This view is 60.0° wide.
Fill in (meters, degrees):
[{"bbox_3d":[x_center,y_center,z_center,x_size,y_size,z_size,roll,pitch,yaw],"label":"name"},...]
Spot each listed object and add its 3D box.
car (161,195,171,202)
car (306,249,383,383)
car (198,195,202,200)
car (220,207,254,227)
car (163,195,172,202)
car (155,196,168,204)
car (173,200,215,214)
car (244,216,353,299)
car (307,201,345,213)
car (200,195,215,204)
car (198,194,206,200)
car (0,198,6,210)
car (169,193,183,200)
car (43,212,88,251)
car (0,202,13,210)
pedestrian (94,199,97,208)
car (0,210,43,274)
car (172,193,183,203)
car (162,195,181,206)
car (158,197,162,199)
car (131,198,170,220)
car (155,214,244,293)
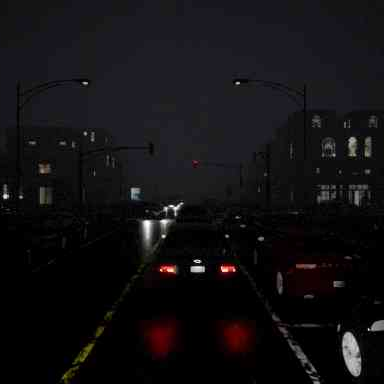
[{"bbox_3d":[-5.733,1.452,74.162,1.967,1.590,4.097,0,0,0],"label":"car"},{"bbox_3d":[2.692,1.551,2.601,2.008,1.369,4.403,0,0,0],"label":"car"},{"bbox_3d":[2.654,1.590,63.109,1.802,1.307,4.206,0,0,0],"label":"car"},{"bbox_3d":[2.681,1.553,19.677,2.008,1.369,4.403,0,0,0],"label":"car"},{"bbox_3d":[-5.737,1.539,79.515,1.752,1.417,4.829,0,0,0],"label":"car"},{"bbox_3d":[-5.727,1.559,63.118,2.008,1.369,4.403,0,0,0],"label":"car"},{"bbox_3d":[0.087,1.480,19.441,1.882,1.535,5.008,0,0,0],"label":"car"},{"bbox_3d":[2.688,1.546,8.293,1.887,1.381,4.507,0,0,0],"label":"car"},{"bbox_3d":[14.787,1.653,37.261,4.181,1.385,1.994,0,0,1],"label":"car"},{"bbox_3d":[2.661,1.572,52.067,1.947,1.339,4.313,0,0,0],"label":"car"},{"bbox_3d":[2.637,1.458,90.720,1.967,1.590,4.097,0,0,0],"label":"car"},{"bbox_3d":[-25.477,1.447,40.451,4.829,1.417,1.752,0,-1,1],"label":"car"},{"bbox_3d":[-3.105,1.500,61.466,2.128,1.511,4.902,0,0,0],"label":"car"},{"bbox_3d":[-5.696,1.552,13.997,2.008,1.369,4.403,0,0,0],"label":"car"},{"bbox_3d":[-21.667,1.454,34.602,5.357,1.411,2.033,0,0,1],"label":"car"},{"bbox_3d":[-12.579,1.415,43.203,0.375,1.300,0.375,0,-1,1],"label":"pedestrian"},{"bbox_3d":[-5.691,1.441,8.305,1.967,1.590,4.097,0,0,0],"label":"car"},{"bbox_3d":[-3.046,1.236,72.122,2.150,2.045,5.566,0,0,0],"label":"car"},{"bbox_3d":[-3.141,1.532,51.114,1.812,1.442,4.674,0,0,1],"label":"car"},{"bbox_3d":[-5.720,1.588,52.075,1.802,1.307,4.206,0,0,0],"label":"car"},{"bbox_3d":[-3.922,1.529,28.860,1.812,1.442,4.674,1,-1,-28],"label":"car"},{"bbox_3d":[0.098,1.548,8.976,2.033,1.411,5.357,0,0,0],"label":"car"}]
